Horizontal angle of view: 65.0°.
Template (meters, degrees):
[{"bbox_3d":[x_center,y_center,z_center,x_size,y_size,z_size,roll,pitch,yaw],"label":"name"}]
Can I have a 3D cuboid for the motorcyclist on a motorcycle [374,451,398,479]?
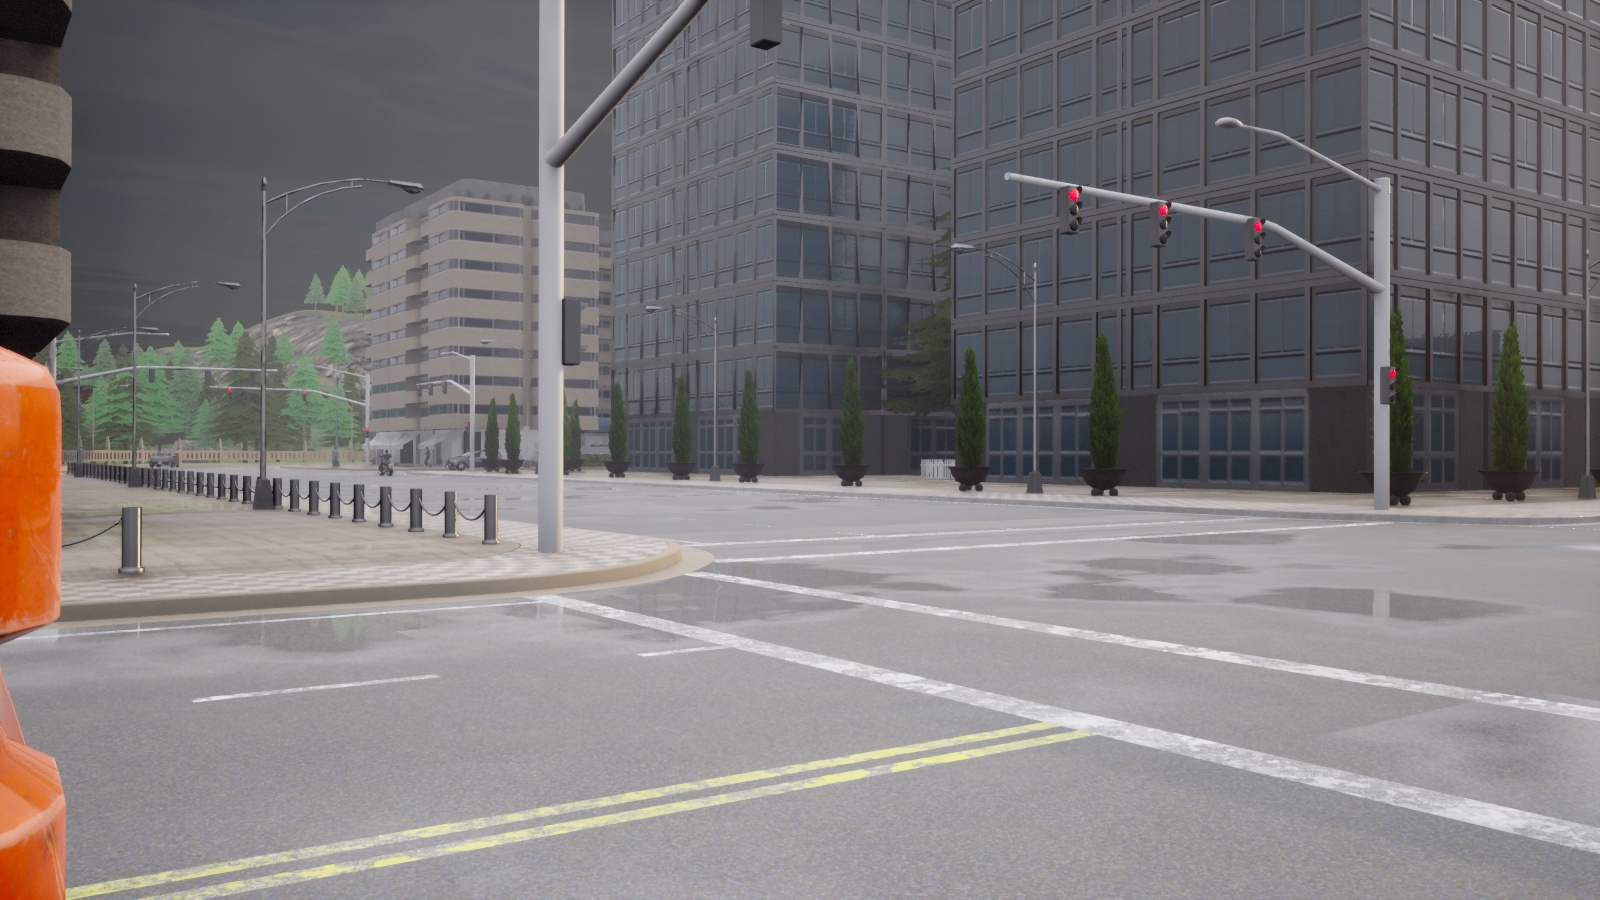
[{"bbox_3d":[-24.902,0.877,75.473,0.766,1.649,2.350,0,0,-34],"label":"motorcyclist on a motorcycle"}]

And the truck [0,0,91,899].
[{"bbox_3d":[-4.853,-0.226,0.292,7.936,3.462,2.891,0,0,-35],"label":"truck"}]
